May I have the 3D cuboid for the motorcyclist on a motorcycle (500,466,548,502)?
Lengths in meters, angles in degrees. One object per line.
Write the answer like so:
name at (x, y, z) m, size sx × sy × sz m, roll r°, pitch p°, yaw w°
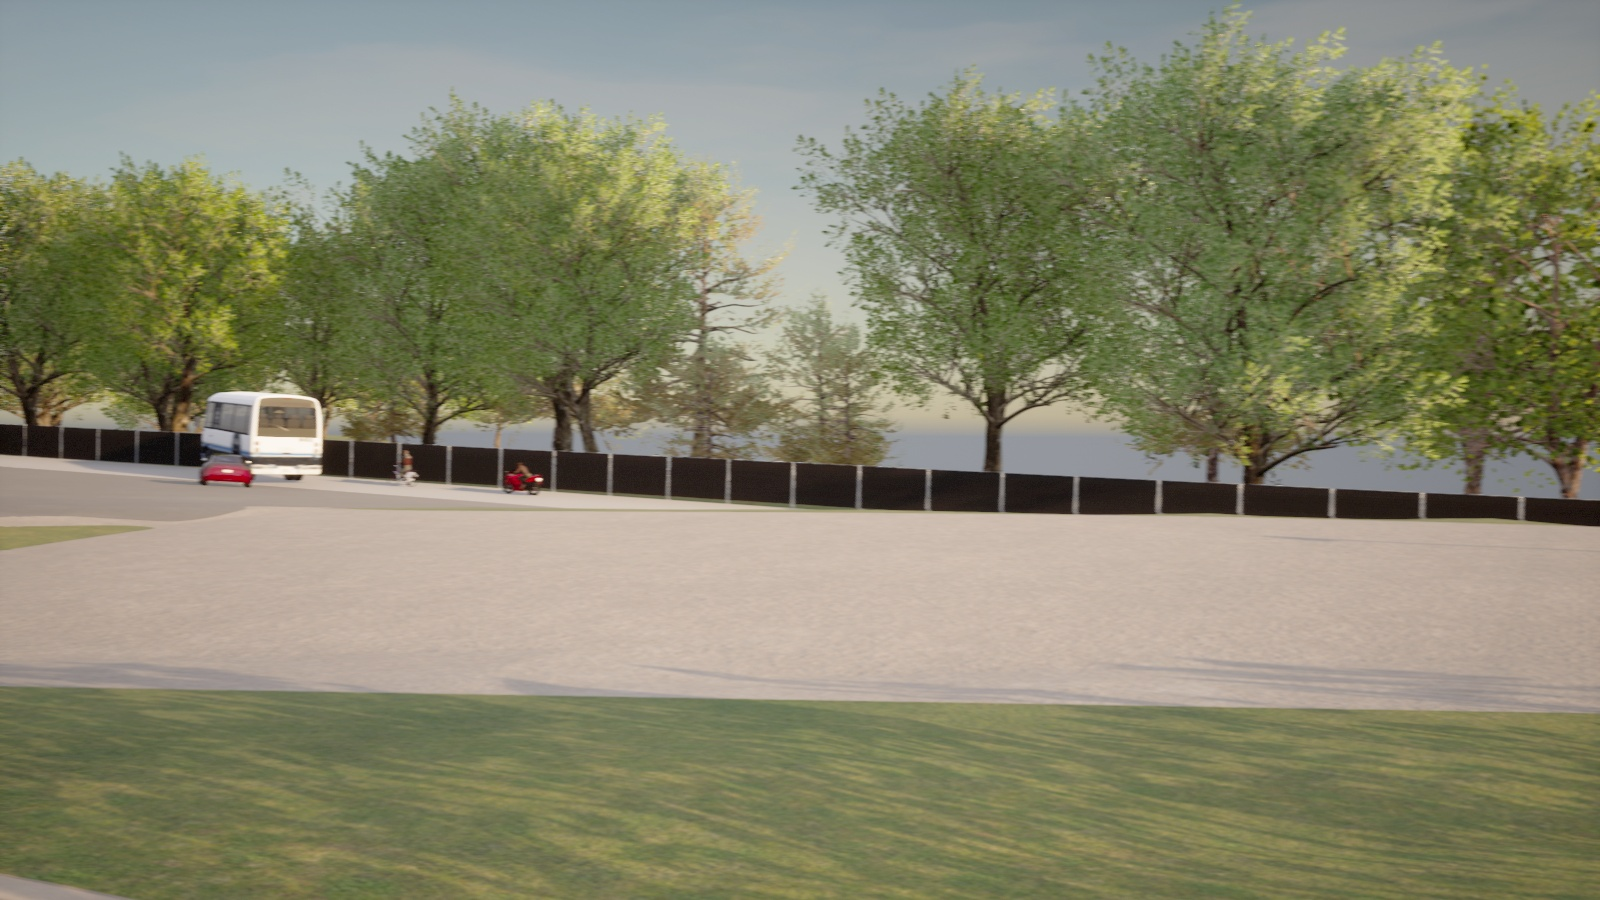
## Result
motorcyclist on a motorcycle at (-12.580, 1.534, 57.305) m, size 2.044 × 1.523 × 0.797 m, roll 2°, pitch 2°, yaw 23°

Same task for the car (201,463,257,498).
car at (-24.383, 1.289, 53.563) m, size 1.994 × 1.385 × 4.181 m, roll 3°, pitch -2°, yaw -26°

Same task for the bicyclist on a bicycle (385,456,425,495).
bicyclist on a bicycle at (-18.930, 1.227, 60.153) m, size 1.843 × 1.776 × 0.659 m, roll 2°, pitch 2°, yaw 25°

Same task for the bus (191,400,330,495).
bus at (-27.283, -0.261, 63.137) m, size 3.944 × 4.253 × 10.273 m, roll 0°, pitch 2°, yaw -38°
